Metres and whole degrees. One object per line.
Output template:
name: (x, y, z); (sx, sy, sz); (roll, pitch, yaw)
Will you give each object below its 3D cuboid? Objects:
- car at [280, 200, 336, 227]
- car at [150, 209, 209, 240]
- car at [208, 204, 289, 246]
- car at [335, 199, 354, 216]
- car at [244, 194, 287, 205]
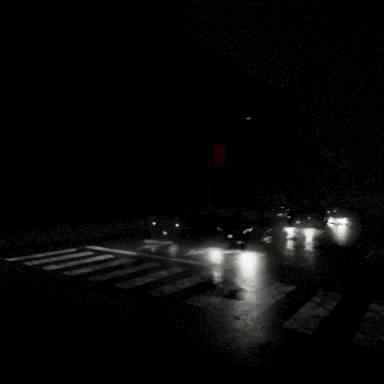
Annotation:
car: (8.290, 1.535, 23.389); (2.033, 1.411, 5.357); (0, 0, 35)
car: (0.051, 1.592, 17.263); (1.895, 1.301, 4.718); (0, 0, 37)
car: (2.803, 1.521, 15.523); (1.812, 1.442, 4.674); (0, 0, 33)
car: (14.267, 1.470, 31.937); (2.128, 1.511, 4.902); (0, 0, 35)
car: (5.537, 1.205, 25.121); (2.150, 2.045, 5.566); (0, 0, 35)
